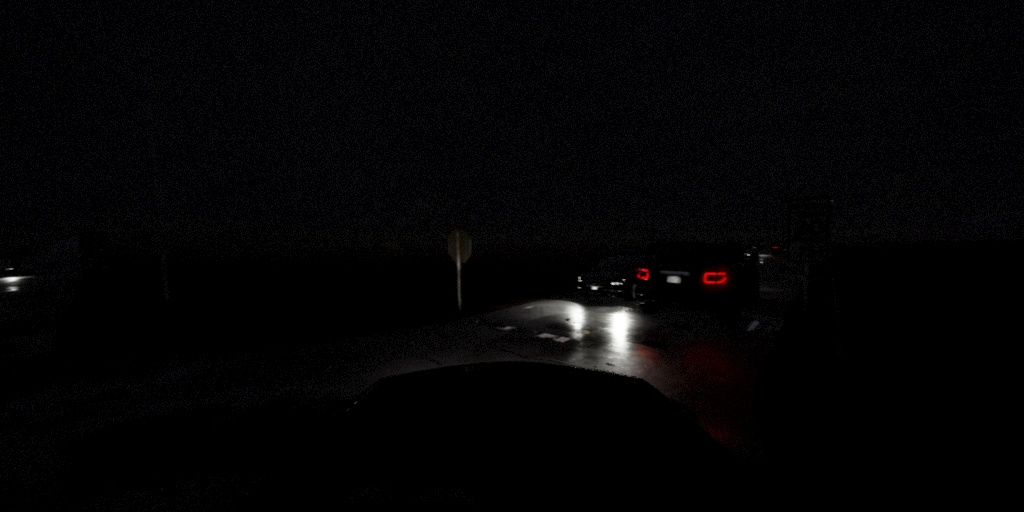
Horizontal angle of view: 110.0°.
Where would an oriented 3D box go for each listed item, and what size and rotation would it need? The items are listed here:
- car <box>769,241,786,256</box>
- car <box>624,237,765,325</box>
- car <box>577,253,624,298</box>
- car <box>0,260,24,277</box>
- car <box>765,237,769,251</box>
[{"bbox_3d":[25.454,-0.698,33.106,1.994,1.385,4.181,2,4,41],"label":"car"},{"bbox_3d":[5.452,0.496,10.205,2.150,2.045,5.566,2,4,41],"label":"car"},{"bbox_3d":[4.184,0.634,13.102,1.837,1.490,4.892,2,4,41],"label":"car"},{"bbox_3d":[-43.801,1.049,30.719,4.674,1.442,1.812,1,5,41],"label":"car"},{"bbox_3d":[26.446,-1.376,38.494,2.033,1.411,5.357,2,4,41],"label":"car"}]
